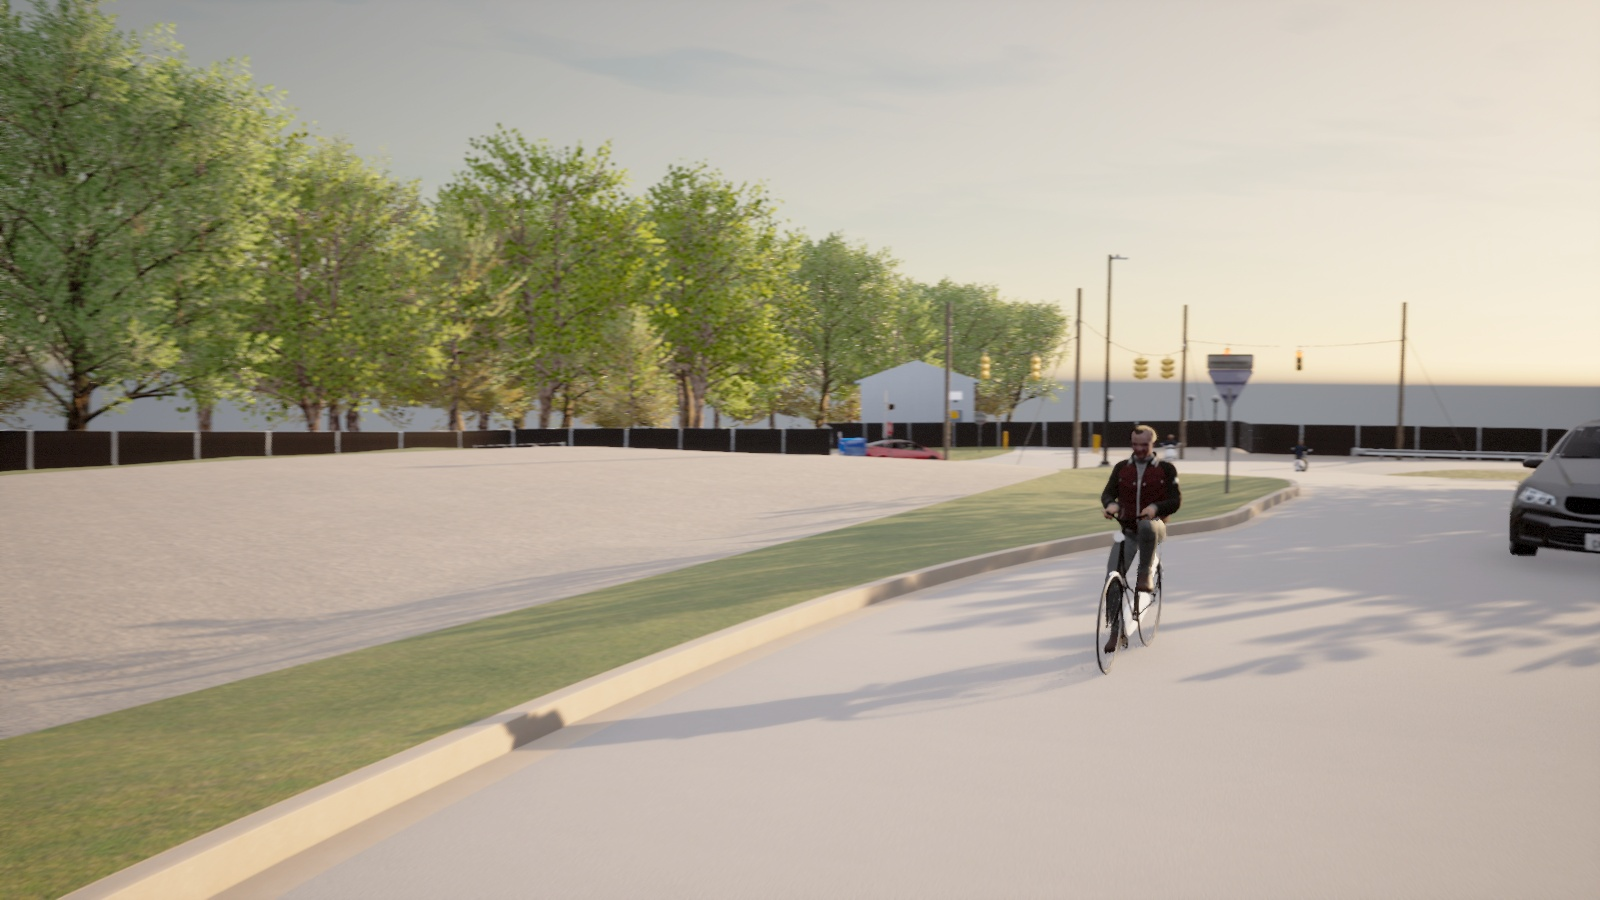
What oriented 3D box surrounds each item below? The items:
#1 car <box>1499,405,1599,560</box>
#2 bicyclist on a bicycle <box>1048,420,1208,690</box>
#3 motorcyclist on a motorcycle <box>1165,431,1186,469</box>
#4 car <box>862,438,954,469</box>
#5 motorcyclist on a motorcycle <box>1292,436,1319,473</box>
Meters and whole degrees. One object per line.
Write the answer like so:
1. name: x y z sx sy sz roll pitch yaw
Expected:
1. car: 10.596 0.316 15.921 2.242 1.667 4.611 3 4 39
2. bicyclist on a bicycle: 2.498 0.692 9.416 0.659 1.776 1.843 2 3 30
3. motorcyclist on a motorcycle: 16.391 0.020 54.799 0.866 1.590 1.817 0 -2 17
4. car: 5.809 0.172 67.612 4.514 1.525 2.007 0 3 -13
5. motorcyclist on a motorcycle: 23.436 0.205 58.206 0.866 1.590 1.817 2 3 31
